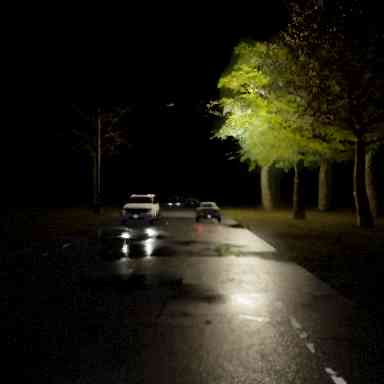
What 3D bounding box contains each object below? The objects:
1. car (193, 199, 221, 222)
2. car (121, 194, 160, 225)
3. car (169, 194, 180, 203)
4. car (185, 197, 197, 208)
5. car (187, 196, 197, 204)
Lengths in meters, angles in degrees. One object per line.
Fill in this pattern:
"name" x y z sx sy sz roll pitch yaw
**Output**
"car" 1.229 1.490 25.859 1.812 1.442 4.674 0 0 0
"car" -3.595 1.188 24.015 2.150 2.045 5.566 0 0 0
"car" -3.499 1.250 66.187 2.097 1.767 4.553 0 0 0
"car" 0.036 1.493 46.667 1.994 1.385 4.181 0 0 0
"car" 0.009 1.507 60.773 1.895 1.301 4.718 0 0 0
